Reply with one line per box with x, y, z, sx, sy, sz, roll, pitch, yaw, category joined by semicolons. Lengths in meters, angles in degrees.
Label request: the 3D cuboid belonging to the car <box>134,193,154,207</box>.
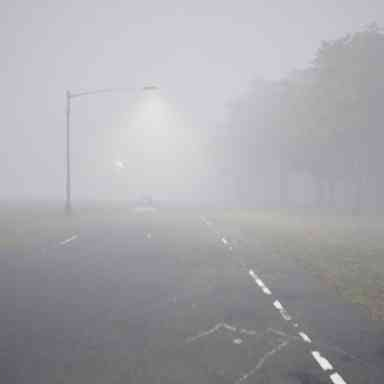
-6.104;1.130;44.108;2.128;1.511;4.902;0;0;-6;car
